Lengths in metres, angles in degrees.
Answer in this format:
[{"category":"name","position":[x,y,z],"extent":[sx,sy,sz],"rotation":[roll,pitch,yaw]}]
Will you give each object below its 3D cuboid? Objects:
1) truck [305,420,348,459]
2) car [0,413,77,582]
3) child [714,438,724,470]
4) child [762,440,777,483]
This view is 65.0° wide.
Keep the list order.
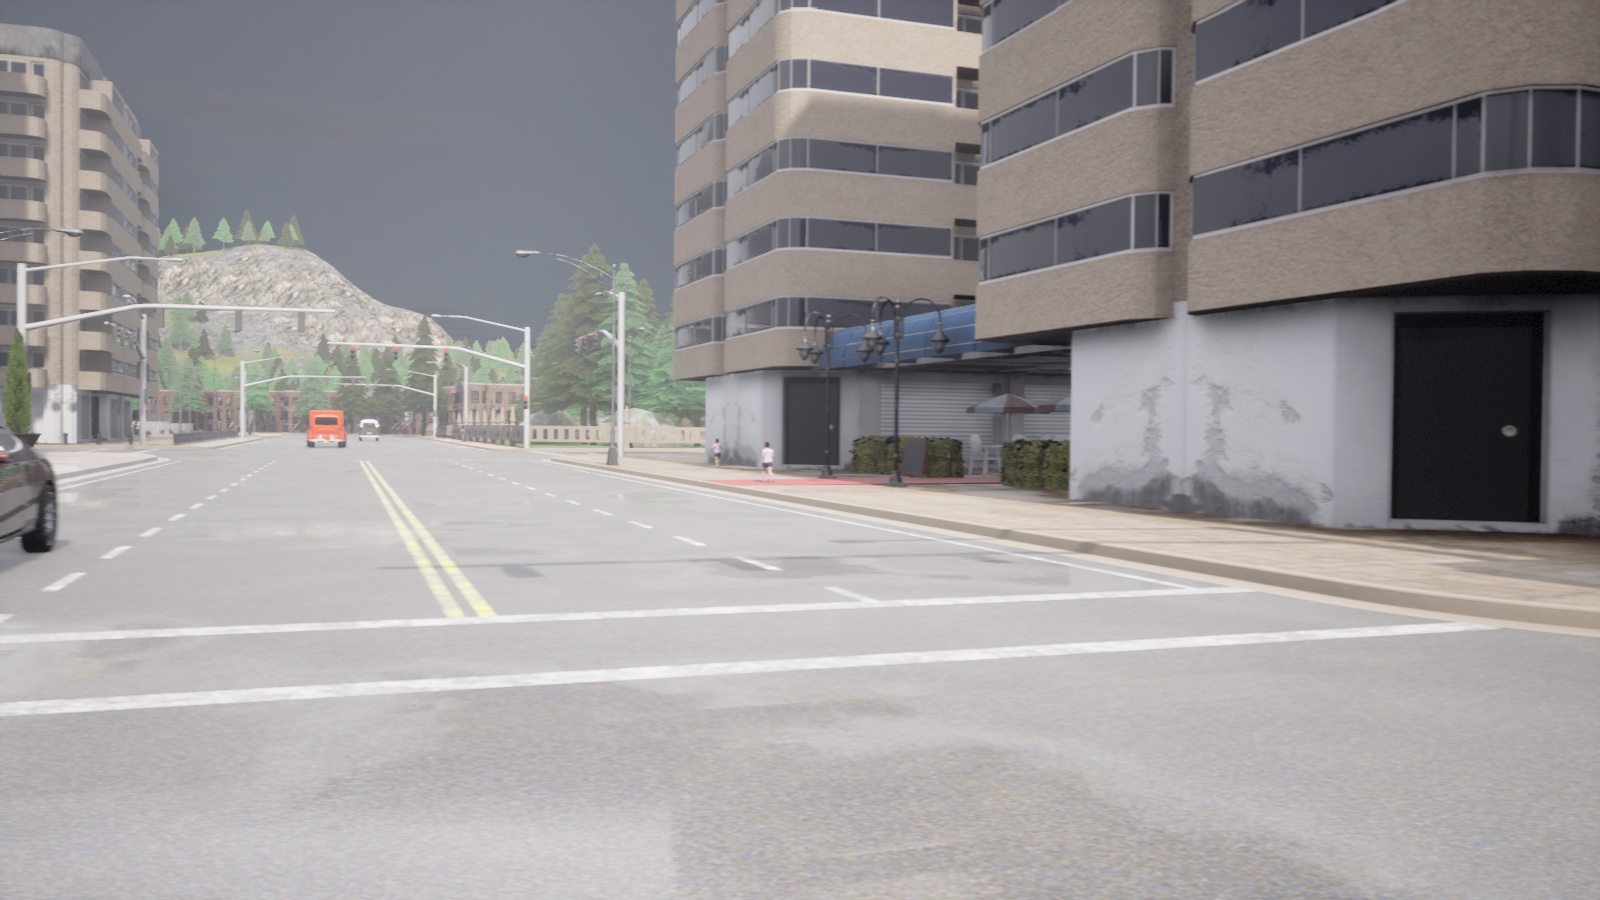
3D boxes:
[{"category":"truck","position":[-31.838,-0.719,84.484],"extent":[2.627,2.467,5.204],"rotation":[-1,1,-20]},{"category":"car","position":[-9.272,0.464,13.100],"extent":[2.152,1.651,5.027],"rotation":[-1,1,-20]},{"category":"child","position":[-2.884,0.143,44.516],"extent":[0.255,1.110,0.394],"rotation":[-1,1,-18]},{"category":"child","position":[-0.783,0.290,32.208],"extent":[0.255,1.110,0.394],"rotation":[-1,1,-20]}]
